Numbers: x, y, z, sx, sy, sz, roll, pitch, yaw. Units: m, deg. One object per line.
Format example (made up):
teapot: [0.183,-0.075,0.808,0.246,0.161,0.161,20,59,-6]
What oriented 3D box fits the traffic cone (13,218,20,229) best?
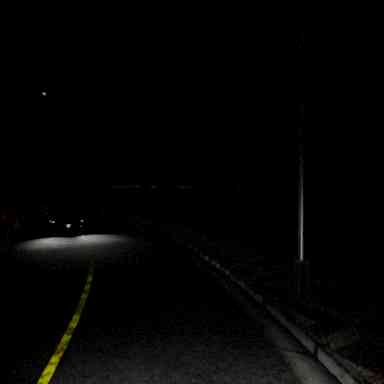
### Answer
traffic cone: [-9.803,1.733,18.579,0.340,0.580,0.340,0,2,-32]

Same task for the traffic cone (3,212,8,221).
traffic cone: [-12.525,1.617,22.353,0.340,0.580,0.340,-1,2,-39]

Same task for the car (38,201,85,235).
car: [-7.112,1.311,17.948,1.837,1.490,4.892,0,1,-31]
